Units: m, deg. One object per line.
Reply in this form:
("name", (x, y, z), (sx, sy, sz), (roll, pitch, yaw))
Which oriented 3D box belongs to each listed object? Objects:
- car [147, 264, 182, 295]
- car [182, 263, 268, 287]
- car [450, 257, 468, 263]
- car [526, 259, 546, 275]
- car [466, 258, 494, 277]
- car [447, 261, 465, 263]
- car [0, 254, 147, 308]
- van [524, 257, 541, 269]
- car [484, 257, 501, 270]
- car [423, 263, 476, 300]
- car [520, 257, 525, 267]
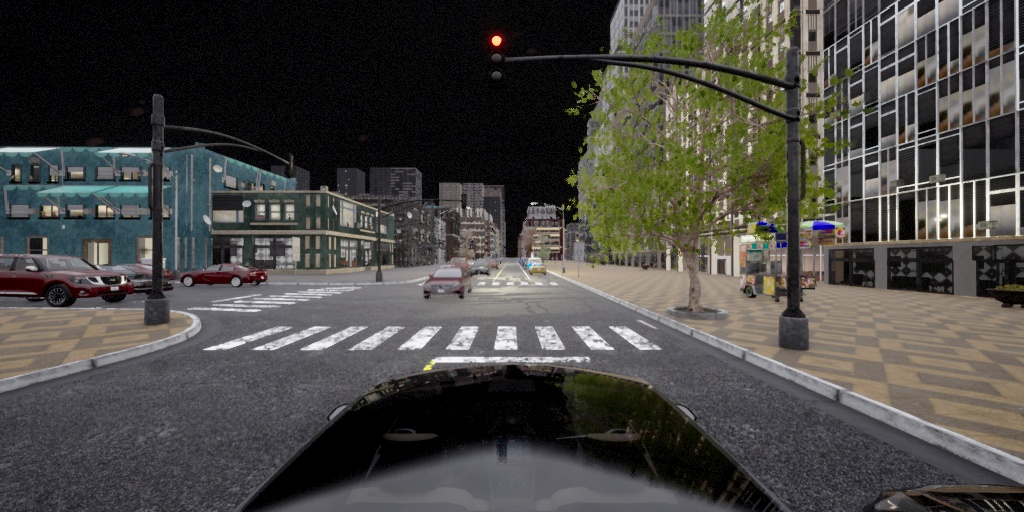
("car", (-18.227, 1.082, 15.733), (5.357, 1.411, 2.033), (1, 0, -1))
("car", (-17.261, 1.121, 21.535), (4.507, 1.381, 1.888), (0, 0, -1))
("car", (-5.661, 1.067, 38.085), (2.192, 1.841, 5.009), (0, 0, 0))
("car", (2.720, 1.278, 38.251), (1.751, 1.417, 4.829), (0, 0, 0))
("car", (-3.074, 1.256, 35.637), (1.837, 1.490, 4.892), (0, 0, 0))
("car", (-5.665, 1.334, 32.534), (1.802, 1.307, 4.207), (0, 0, 0))
("car", (-17.149, 0.850, 13.155), (5.009, 1.841, 2.192), (0, 0, -1))
("van", (2.724, 1.094, 43.633), (1.690, 1.789, 3.998), (0, 0, 0))
("car", (-3.052, 1.107, 52.361), (2.097, 1.767, 4.553), (0, 0, 0))
("car", (-3.090, 1.277, 17.988), (1.812, 1.442, 4.674), (0, 0, 0))
("car", (2.732, 1.305, 54.735), (2.007, 1.370, 4.403), (0, 0, 0))
